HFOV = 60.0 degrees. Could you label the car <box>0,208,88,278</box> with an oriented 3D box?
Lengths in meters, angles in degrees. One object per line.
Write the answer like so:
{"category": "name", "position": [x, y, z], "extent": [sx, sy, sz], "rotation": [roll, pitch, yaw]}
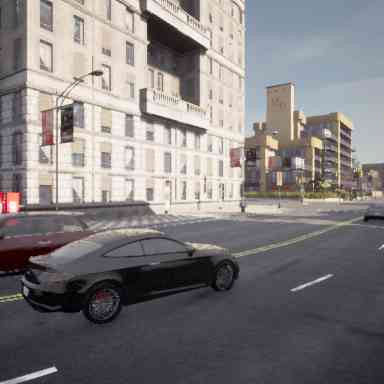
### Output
{"category": "car", "position": [-4.800, 1.343, 8.895], "extent": [4.553, 1.767, 2.097], "rotation": [0, 0, -39]}

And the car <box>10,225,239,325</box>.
{"category": "car", "position": [-1.040, 1.520, 7.120], "extent": [4.674, 1.442, 1.812], "rotation": [0, 0, -39]}

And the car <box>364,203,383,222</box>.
{"category": "car", "position": [14.710, 1.553, 25.839], "extent": [1.994, 1.385, 4.181], "rotation": [0, 0, 36]}
